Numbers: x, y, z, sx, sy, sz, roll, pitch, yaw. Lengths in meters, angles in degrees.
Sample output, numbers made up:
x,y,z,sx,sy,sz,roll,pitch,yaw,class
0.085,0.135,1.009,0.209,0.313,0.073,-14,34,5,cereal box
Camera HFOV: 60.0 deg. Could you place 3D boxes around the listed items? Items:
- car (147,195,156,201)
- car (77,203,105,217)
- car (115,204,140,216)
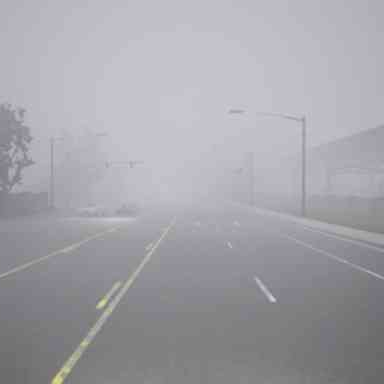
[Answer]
x,y,z,sx,sy,sz,roll,pitch,yaw,class
-10.532,1.659,85.918,2.128,1.511,4.902,0,0,0,car
-10.567,1.874,35.379,1.812,1.442,4.674,0,-1,0,car
-7.054,1.952,36.680,1.895,1.301,4.718,0,0,1,car
